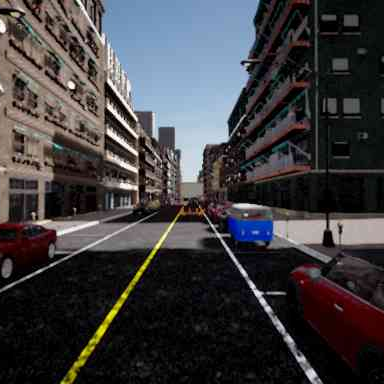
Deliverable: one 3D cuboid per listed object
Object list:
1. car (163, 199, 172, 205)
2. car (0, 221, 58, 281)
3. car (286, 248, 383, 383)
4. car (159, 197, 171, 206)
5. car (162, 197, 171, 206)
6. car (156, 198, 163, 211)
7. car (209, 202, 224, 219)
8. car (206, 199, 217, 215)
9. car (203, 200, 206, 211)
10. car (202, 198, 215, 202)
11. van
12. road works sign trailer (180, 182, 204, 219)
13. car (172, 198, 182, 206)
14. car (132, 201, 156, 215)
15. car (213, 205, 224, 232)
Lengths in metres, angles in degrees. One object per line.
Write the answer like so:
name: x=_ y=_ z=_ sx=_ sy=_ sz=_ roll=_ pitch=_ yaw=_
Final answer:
car: x=-5.745 y=2.299 z=77.860 sx=1.802 sy=1.307 sz=4.206 roll=0 pitch=-1 yaw=0
car: x=-5.696 y=1.642 z=10.225 sx=1.887 sy=1.381 sz=4.507 roll=0 pitch=-1 yaw=0
car: x=2.689 y=1.485 z=4.593 sx=1.967 sy=1.590 sz=4.097 roll=0 pitch=-1 yaw=0
car: x=-5.739 y=1.982 z=72.226 sx=2.192 sy=1.841 sz=5.009 roll=0 pitch=-1 yaw=0
car: x=-5.736 y=2.056 z=66.589 sx=1.967 sy=1.590 sz=4.097 roll=0 pitch=-1 yaw=0
car: x=-5.724 y=1.988 z=49.508 sx=1.752 sy=1.417 sz=4.829 roll=0 pitch=-1 yaw=0
car: x=2.673 y=1.802 z=27.136 sx=1.887 sy=1.381 sz=4.507 roll=0 pitch=-1 yaw=0
car: x=2.669 y=1.750 z=32.774 sx=1.967 sy=1.590 sz=4.097 roll=0 pitch=-1 yaw=0
car: x=2.665 y=1.912 z=38.408 sx=2.008 sy=1.369 sz=4.403 roll=0 pitch=-1 yaw=0
car: x=2.658 y=1.779 z=49.683 sx=2.192 sy=1.841 sz=5.009 roll=0 pitch=-1 yaw=0
van: x=2.682 y=1.492 z=15.866 sx=1.690 sy=1.788 sz=3.998 roll=0 pitch=-1 yaw=0
road works sign trailer: x=-0.023 y=0.775 z=32.913 sx=2.380 sy=3.560 sz=2.880 roll=0 pitch=-1 yaw=0
car: x=-3.052 y=2.009 z=71.043 sx=2.097 sy=1.767 sz=4.553 roll=0 pitch=-1 yaw=0
car: x=-5.716 y=1.927 z=38.405 sx=1.947 sy=1.339 sz=4.313 roll=0 pitch=-1 yaw=0
car: x=2.676 y=1.770 z=21.500 sx=1.947 sy=1.339 sz=4.313 roll=0 pitch=-1 yaw=0
